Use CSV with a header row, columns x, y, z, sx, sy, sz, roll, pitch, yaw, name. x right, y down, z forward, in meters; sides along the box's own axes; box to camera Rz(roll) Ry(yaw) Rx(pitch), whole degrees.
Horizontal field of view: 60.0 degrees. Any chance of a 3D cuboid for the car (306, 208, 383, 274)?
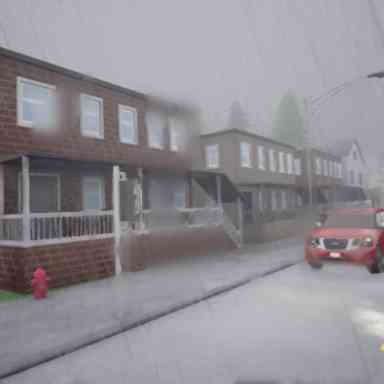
x,y,z,sx,sy,sz,roll,pitch,yaw,name
6.204,1.663,12.586,2.150,2.045,5.566,-5,-4,39,car
